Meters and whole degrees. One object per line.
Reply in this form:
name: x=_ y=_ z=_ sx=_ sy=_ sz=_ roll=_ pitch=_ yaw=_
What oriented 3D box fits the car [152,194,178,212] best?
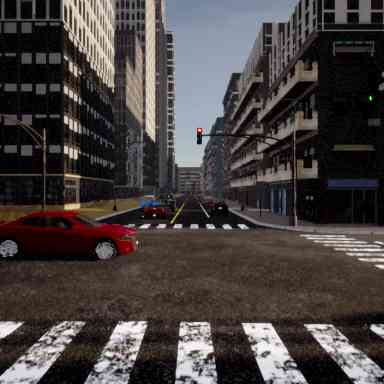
car: x=-3.091 y=1.227 z=39.748 sx=2.150 sy=2.045 sz=5.566 roll=0 pitch=0 yaw=0

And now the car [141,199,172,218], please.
car: x=-3.093 y=1.603 z=29.586 sx=1.895 sy=1.301 sz=4.718 roll=0 pitch=0 yaw=0

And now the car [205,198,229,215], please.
car: x=2.699 y=1.568 z=33.782 sx=1.947 sy=1.339 sz=4.313 roll=0 pitch=0 yaw=0

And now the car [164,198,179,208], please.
car: x=-3.067 y=1.570 z=49.881 sx=1.994 sy=1.385 sz=4.181 roll=0 pitch=0 yaw=0

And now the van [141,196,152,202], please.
van: x=-5.680 y=1.346 z=43.751 sx=1.690 sy=1.788 sz=3.998 roll=0 pitch=0 yaw=0

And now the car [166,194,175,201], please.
car: x=-5.665 y=1.336 z=88.986 sx=2.192 sy=1.841 sz=5.009 roll=0 pitch=0 yaw=0

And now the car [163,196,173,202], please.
car: x=-5.668 y=1.567 z=77.676 sx=2.008 sy=1.369 sz=4.403 roll=0 pitch=0 yaw=0

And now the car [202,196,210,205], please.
car: x=2.701 y=1.549 z=43.749 sx=1.887 sy=1.381 sz=4.507 roll=0 pitch=0 yaw=0

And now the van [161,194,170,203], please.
van: x=-5.671 y=1.355 z=72.022 sx=1.690 sy=1.788 sz=3.998 roll=0 pitch=0 yaw=0

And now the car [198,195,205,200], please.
car: x=2.717 y=1.590 z=94.637 sx=1.947 sy=1.339 sz=4.313 roll=0 pitch=0 yaw=0

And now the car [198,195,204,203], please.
car: x=2.707 y=1.560 z=60.712 sx=2.008 sy=1.369 sz=4.403 roll=0 pitch=0 yaw=0

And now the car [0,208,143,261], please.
car: x=-4.406 y=1.427 z=11.559 sx=5.008 sy=1.535 sz=1.882 roll=1 pitch=0 yaw=-1

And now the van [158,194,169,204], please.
van: x=-5.673 y=1.353 z=66.367 sx=1.690 sy=1.788 sz=3.998 roll=0 pitch=0 yaw=0
